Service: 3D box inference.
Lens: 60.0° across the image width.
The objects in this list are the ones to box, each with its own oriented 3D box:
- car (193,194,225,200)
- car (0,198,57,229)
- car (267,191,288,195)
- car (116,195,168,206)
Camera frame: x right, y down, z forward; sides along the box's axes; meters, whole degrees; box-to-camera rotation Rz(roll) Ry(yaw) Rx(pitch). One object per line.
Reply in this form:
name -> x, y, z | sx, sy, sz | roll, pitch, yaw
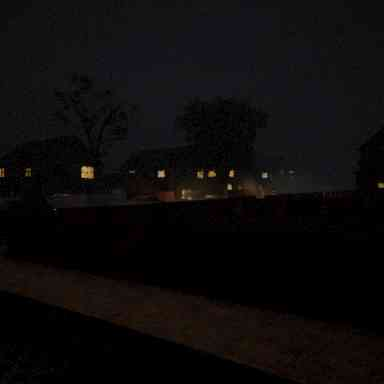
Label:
car -> 2.118, 0.939, 35.683 | 1.895, 1.301, 4.718 | 1, 2, 39
car -> -10.579, 1.171, 19.867 | 2.097, 1.767, 4.553 | 1, 2, 37
car -> 12.311, 0.537, 48.149 | 2.033, 1.411, 5.357 | 1, 2, 39
car -> -4.110, 1.052, 27.980 | 1.882, 1.535, 5.008 | 1, 2, 39
